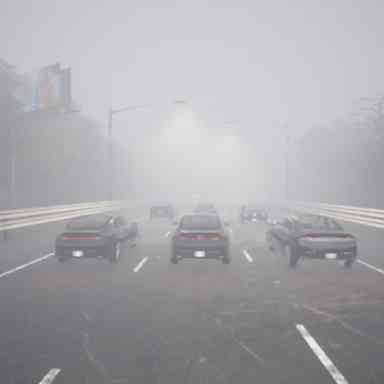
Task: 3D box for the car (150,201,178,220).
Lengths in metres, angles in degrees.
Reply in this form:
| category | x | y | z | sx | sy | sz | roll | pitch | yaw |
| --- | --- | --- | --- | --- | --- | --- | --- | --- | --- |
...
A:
| category | x | y | z | sx | sy | sz | roll | pitch | yaw |
| --- | --- | --- | --- | --- | --- | --- | --- | --- | --- |
| car | -2.308 | 1.484 | 28.351 | 1.882 | 1.535 | 5.008 | 0 | 0 | 4 |

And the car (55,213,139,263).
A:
| category | x | y | z | sx | sy | sz | roll | pitch | yaw |
| --- | --- | --- | --- | --- | --- | --- | --- | --- | --- |
| car | -3.185 | 1.505 | 11.969 | 1.837 | 1.490 | 4.892 | 0 | 0 | 2 |

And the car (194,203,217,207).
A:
| category | x | y | z | sx | sy | sz | roll | pitch | yaw |
| --- | --- | --- | --- | --- | --- | --- | --- | --- | --- |
| car | 1.119 | 1.574 | 27.256 | 1.994 | 1.385 | 4.181 | 0 | 0 | 4 |

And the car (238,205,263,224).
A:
| category | x | y | z | sx | sy | sz | roll | pitch | yaw |
| --- | --- | --- | --- | --- | --- | --- | --- | --- | --- |
| car | 4.454 | 1.614 | 25.003 | 1.895 | 1.301 | 4.718 | 0 | 0 | 4 |

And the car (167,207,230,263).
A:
| category | x | y | z | sx | sy | sz | roll | pitch | yaw |
| --- | --- | --- | --- | --- | --- | --- | --- | --- | --- |
| car | 0.317 | 1.509 | 11.959 | 1.837 | 1.490 | 4.892 | 0 | 0 | 2 |

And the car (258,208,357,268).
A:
| category | x | y | z | sx | sy | sz | roll | pitch | yaw |
| --- | --- | --- | --- | --- | --- | --- | --- | --- | --- |
| car | 3.791 | 1.497 | 11.275 | 2.128 | 1.511 | 4.902 | 0 | 0 | 2 |
